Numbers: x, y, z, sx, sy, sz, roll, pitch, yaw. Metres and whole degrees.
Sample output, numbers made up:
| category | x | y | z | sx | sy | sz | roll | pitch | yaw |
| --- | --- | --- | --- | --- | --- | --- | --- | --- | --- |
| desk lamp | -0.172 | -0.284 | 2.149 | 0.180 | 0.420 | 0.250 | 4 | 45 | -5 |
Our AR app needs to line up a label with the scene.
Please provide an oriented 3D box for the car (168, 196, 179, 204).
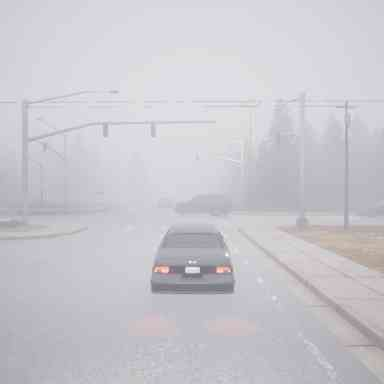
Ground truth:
| category | x | y | z | sx | sy | sz | roll | pitch | yaw |
| --- | --- | --- | --- | --- | --- | --- | --- | --- | --- |
| car | -3.597 | 1.505 | 64.573 | 1.837 | 1.490 | 4.892 | 0 | 0 | 1 |

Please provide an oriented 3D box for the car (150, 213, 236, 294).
| category | x | y | z | sx | sy | sz | roll | pitch | yaw |
| --- | --- | --- | --- | --- | --- | --- | --- | --- | --- |
| car | 0.030 | 1.545 | 8.919 | 2.033 | 1.411 | 5.357 | 0 | 0 | 0 |

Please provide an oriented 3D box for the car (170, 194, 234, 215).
| category | x | y | z | sx | sy | sz | roll | pitch | yaw |
| --- | --- | --- | --- | --- | --- | --- | --- | --- | --- |
| car | 1.166 | 1.237 | 30.957 | 5.566 | 2.045 | 2.150 | 0 | 2 | 27 |

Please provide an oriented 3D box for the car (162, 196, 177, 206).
| category | x | y | z | sx | sy | sz | roll | pitch | yaw |
| --- | --- | --- | --- | --- | --- | --- | --- | --- | --- |
| car | -3.695 | 1.491 | 54.695 | 2.128 | 1.511 | 4.902 | 0 | 0 | 0 |

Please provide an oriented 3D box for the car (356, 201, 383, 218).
| category | x | y | z | sx | sy | sz | roll | pitch | yaw |
| --- | --- | --- | --- | --- | --- | --- | --- | --- | --- |
| car | 17.109 | 1.552 | 29.546 | 4.674 | 1.442 | 1.812 | 0 | 0 | 1 |

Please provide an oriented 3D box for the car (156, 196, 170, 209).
| category | x | y | z | sx | sy | sz | roll | pitch | yaw |
| --- | --- | --- | --- | --- | --- | --- | --- | --- | --- |
| car | -3.698 | 1.505 | 45.044 | 1.837 | 1.490 | 4.892 | 0 | 0 | 0 |
